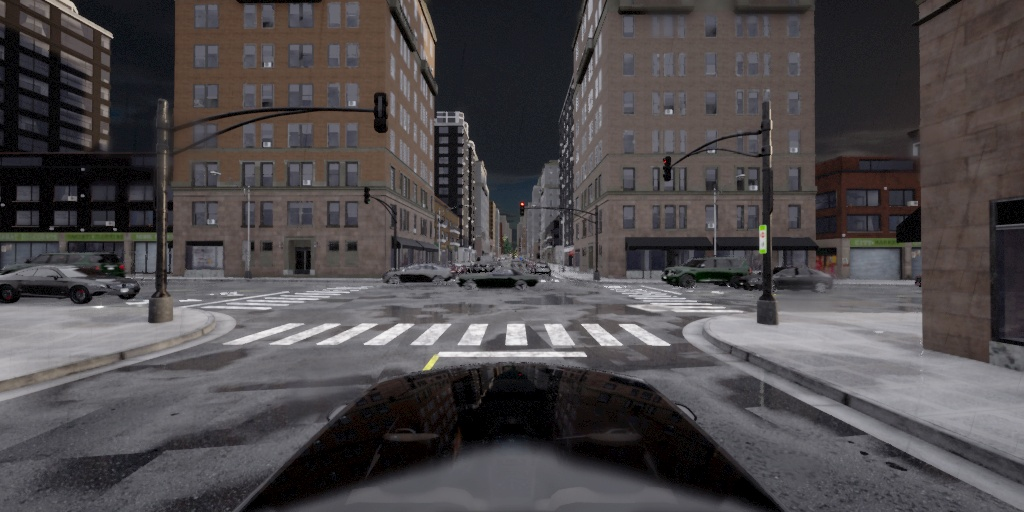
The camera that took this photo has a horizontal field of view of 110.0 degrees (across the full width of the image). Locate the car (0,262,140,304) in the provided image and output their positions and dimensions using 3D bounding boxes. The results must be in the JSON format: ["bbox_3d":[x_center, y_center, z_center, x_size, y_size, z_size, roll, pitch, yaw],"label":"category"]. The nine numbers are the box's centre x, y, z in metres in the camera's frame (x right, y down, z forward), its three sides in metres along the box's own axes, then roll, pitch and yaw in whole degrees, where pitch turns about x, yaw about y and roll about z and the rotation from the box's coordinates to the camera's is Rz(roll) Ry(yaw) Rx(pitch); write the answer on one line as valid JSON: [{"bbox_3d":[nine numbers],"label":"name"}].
[{"bbox_3d":[-17.929,1.106,14.483,4.674,1.442,1.812,0,-1,1],"label":"car"}]

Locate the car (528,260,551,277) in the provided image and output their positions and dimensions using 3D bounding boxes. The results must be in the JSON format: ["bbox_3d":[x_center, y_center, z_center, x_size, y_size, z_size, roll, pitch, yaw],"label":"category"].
[{"bbox_3d":[2.962,1.319,36.197,1.948,1.339,4.313,0,0,1],"label":"car"}]

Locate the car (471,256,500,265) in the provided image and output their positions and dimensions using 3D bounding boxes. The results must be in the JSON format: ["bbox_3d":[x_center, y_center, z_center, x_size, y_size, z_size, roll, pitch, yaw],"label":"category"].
[{"bbox_3d":[-2.787,0.976,37.804,2.150,2.045,5.566,0,0,1],"label":"car"}]

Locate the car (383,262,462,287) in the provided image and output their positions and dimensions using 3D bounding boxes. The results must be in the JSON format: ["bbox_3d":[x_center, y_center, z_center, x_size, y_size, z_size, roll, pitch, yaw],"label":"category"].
[{"bbox_3d":[-6.202,1.245,24.347,4.902,1.511,2.128,0,0,0],"label":"car"}]

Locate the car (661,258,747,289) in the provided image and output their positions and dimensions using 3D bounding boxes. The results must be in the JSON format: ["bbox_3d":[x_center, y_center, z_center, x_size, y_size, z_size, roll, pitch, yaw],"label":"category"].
[{"bbox_3d":[13.131,1.121,24.240,5.566,2.045,2.150,0,-1,0],"label":"car"}]

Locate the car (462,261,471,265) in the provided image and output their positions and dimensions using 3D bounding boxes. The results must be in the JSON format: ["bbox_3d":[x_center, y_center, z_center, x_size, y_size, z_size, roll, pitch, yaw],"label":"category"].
[{"bbox_3d":[-5.563,1.336,36.297,1.802,1.307,4.207,0,0,1],"label":"car"}]

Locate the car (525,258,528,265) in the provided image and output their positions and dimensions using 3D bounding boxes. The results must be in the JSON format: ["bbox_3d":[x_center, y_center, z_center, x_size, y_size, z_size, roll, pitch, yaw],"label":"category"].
[{"bbox_3d":[3.096,1.303,47.258,2.007,1.370,4.403,0,0,1],"label":"car"}]

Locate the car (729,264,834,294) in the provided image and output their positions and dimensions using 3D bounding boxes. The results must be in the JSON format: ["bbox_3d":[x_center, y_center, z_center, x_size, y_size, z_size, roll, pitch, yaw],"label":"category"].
[{"bbox_3d":[15.871,1.390,20.971,4.892,1.490,1.837,1,-1,0],"label":"car"}]

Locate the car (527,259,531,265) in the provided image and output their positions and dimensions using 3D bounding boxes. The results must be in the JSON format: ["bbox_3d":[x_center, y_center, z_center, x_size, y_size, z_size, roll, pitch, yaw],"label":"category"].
[{"bbox_3d":[3.029,1.298,41.728,1.888,1.381,4.507,0,0,1],"label":"car"}]

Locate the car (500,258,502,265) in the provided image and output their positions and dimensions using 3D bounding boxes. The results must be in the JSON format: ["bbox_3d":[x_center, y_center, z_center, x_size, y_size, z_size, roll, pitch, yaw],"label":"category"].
[{"bbox_3d":[-2.665,1.258,47.892,1.837,1.490,4.892,0,0,1],"label":"car"}]

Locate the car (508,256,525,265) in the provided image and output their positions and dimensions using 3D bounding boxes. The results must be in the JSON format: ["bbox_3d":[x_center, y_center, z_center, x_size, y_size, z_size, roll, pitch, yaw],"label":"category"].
[{"bbox_3d":[0.710,1.243,62.319,2.128,1.511,4.902,0,0,1],"label":"car"}]

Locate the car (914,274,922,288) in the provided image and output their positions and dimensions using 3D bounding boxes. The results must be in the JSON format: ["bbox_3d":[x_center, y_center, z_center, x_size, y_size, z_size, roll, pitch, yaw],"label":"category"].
[{"bbox_3d":[30.196,1.489,24.132,5.008,1.535,1.882,1,-1,1],"label":"car"}]

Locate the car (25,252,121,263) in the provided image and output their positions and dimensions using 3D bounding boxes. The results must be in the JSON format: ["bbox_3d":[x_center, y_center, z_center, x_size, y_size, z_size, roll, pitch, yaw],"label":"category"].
[{"bbox_3d":[-26.408,0.807,21.235,5.566,2.045,2.150,1,-1,0],"label":"car"}]

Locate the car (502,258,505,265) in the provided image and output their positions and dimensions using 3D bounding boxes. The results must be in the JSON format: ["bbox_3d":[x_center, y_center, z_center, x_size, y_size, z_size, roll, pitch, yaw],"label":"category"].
[{"bbox_3d":[-2.529,1.353,58.148,1.895,1.301,4.718,0,0,1],"label":"car"}]

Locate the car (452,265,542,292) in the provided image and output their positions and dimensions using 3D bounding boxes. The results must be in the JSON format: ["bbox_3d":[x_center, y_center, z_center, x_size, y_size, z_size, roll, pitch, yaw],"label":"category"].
[{"bbox_3d":[-0.838,1.354,21.059,4.718,1.301,1.895,0,0,0],"label":"car"}]
